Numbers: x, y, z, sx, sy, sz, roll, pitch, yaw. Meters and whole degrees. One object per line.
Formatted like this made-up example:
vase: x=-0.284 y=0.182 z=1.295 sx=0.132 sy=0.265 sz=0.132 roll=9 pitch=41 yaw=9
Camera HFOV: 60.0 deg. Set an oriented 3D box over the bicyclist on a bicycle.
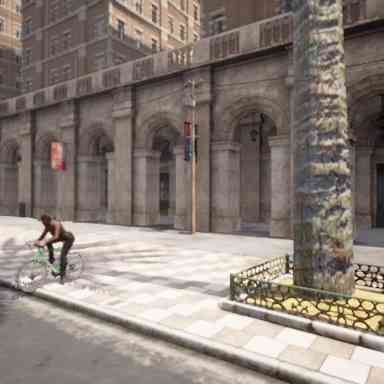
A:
bicyclist on a bicycle: x=-3.099 y=1.302 z=7.416 sx=0.582 sy=1.620 sz=1.656 roll=0 pitch=1 yaw=35
